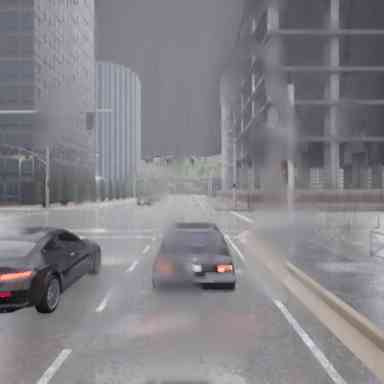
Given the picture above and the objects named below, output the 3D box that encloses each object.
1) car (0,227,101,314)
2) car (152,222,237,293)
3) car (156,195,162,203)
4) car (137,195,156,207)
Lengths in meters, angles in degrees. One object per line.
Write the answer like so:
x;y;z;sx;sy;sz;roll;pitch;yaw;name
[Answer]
-3.454;1.512;7.459;1.812;1.442;4.674;0;0;0;car
0.054;1.531;8.975;2.033;1.411;5.357;0;0;0;car
-7.148;1.383;66.285;1.837;1.490;4.892;0;0;0;car
-7.178;1.399;50.428;2.128;1.511;4.902;0;0;0;car
